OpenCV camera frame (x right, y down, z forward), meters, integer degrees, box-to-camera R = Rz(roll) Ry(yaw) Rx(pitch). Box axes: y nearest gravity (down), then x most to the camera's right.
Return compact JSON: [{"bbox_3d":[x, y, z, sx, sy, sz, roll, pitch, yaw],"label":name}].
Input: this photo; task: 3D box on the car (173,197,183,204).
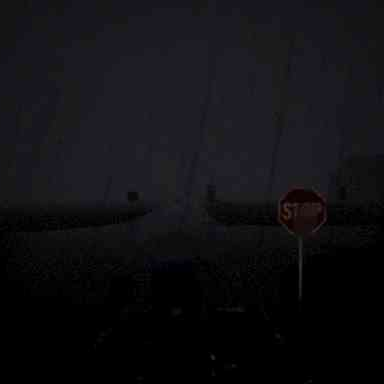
[{"bbox_3d":[-2.838,1.708,67.221,2.033,1.411,5.357,0,0,0],"label":"car"}]
